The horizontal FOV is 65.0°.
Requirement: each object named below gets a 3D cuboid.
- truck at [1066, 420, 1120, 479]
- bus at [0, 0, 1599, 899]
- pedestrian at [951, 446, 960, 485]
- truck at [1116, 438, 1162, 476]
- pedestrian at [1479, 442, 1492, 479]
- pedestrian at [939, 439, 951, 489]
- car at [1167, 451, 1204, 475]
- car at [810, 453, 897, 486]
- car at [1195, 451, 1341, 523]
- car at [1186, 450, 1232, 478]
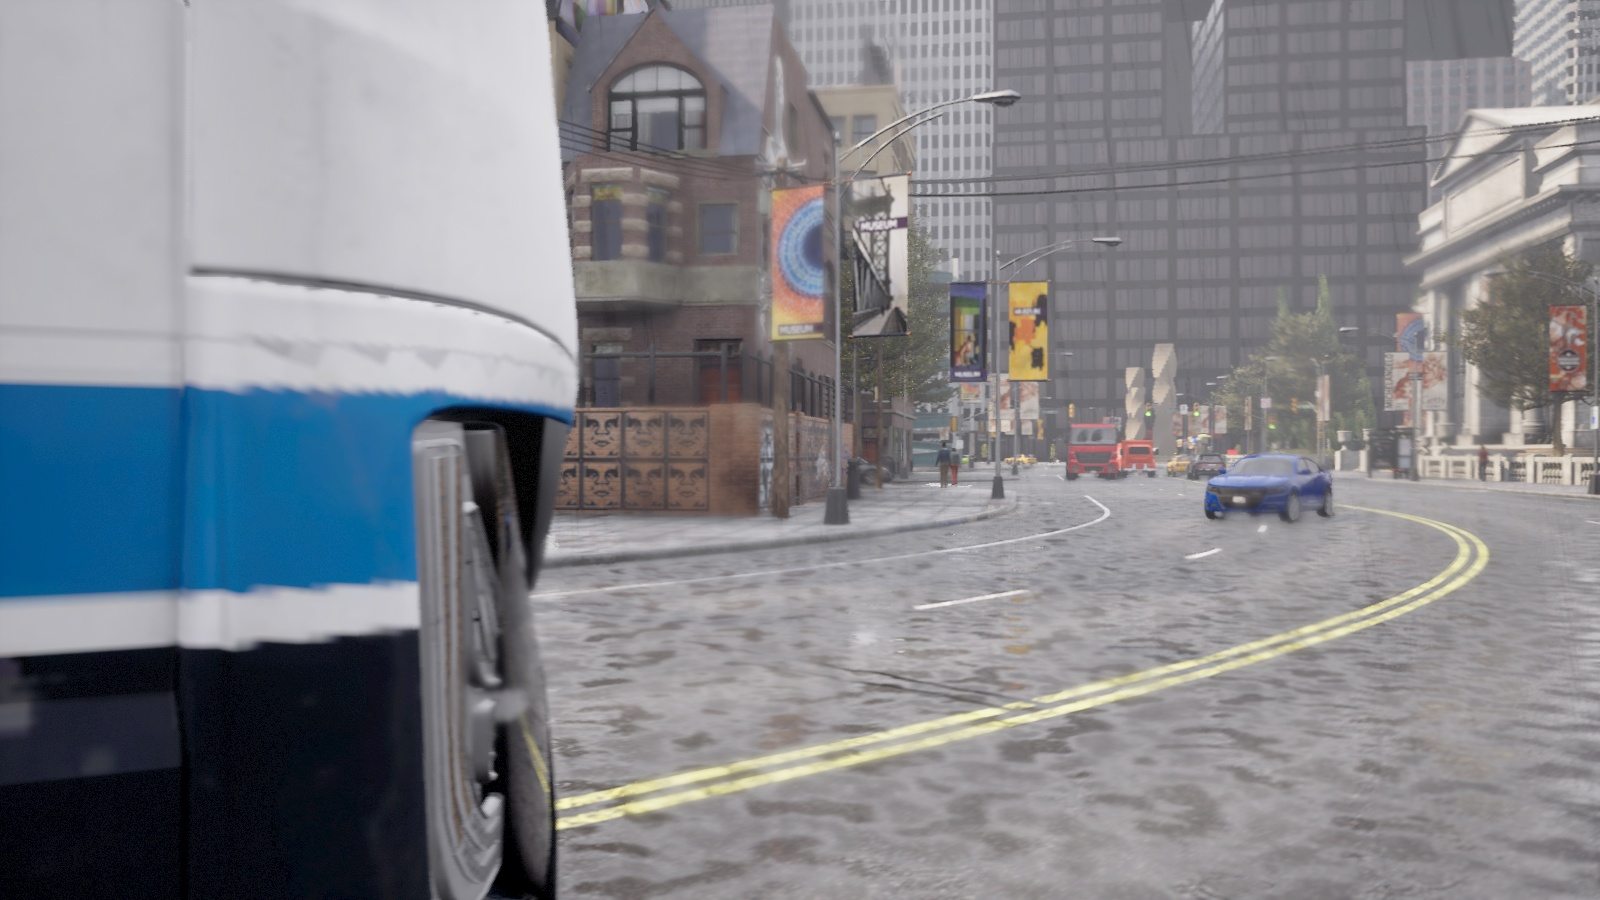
[{"bbox_3d":[18.113,-0.037,78.034,2.891,3.462,7.936,0,0,10],"label":"truck"},{"bbox_3d":[-4.716,-0.618,0.370,10.273,4.253,3.944,0,0,-28],"label":"bus"},{"bbox_3d":[7.412,0.722,59.800,0.353,1.847,0.614,0,0,12],"label":"pedestrian"},{"bbox_3d":[23.063,0.469,85.683,2.627,2.467,5.204,0,0,10],"label":"truck"},{"bbox_3d":[34.283,0.511,62.804,0.331,1.846,0.636,0,0,3],"label":"pedestrian"},{"bbox_3d":[5.661,0.542,49.097,0.423,1.949,0.788,0,0,3],"label":"pedestrian"},{"bbox_3d":[27.081,0.893,88.346,1.801,1.575,5.366,0,0,10],"label":"car"},{"bbox_3d":[2.512,0.889,58.410,3.806,1.475,1.970,0,0,10],"label":"car"},{"bbox_3d":[11.027,0.787,29.368,1.882,1.535,5.008,0,0,36],"label":"car"},{"bbox_3d":[25.064,0.853,77.114,2.033,1.649,4.856,0,0,10],"label":"car"}]
